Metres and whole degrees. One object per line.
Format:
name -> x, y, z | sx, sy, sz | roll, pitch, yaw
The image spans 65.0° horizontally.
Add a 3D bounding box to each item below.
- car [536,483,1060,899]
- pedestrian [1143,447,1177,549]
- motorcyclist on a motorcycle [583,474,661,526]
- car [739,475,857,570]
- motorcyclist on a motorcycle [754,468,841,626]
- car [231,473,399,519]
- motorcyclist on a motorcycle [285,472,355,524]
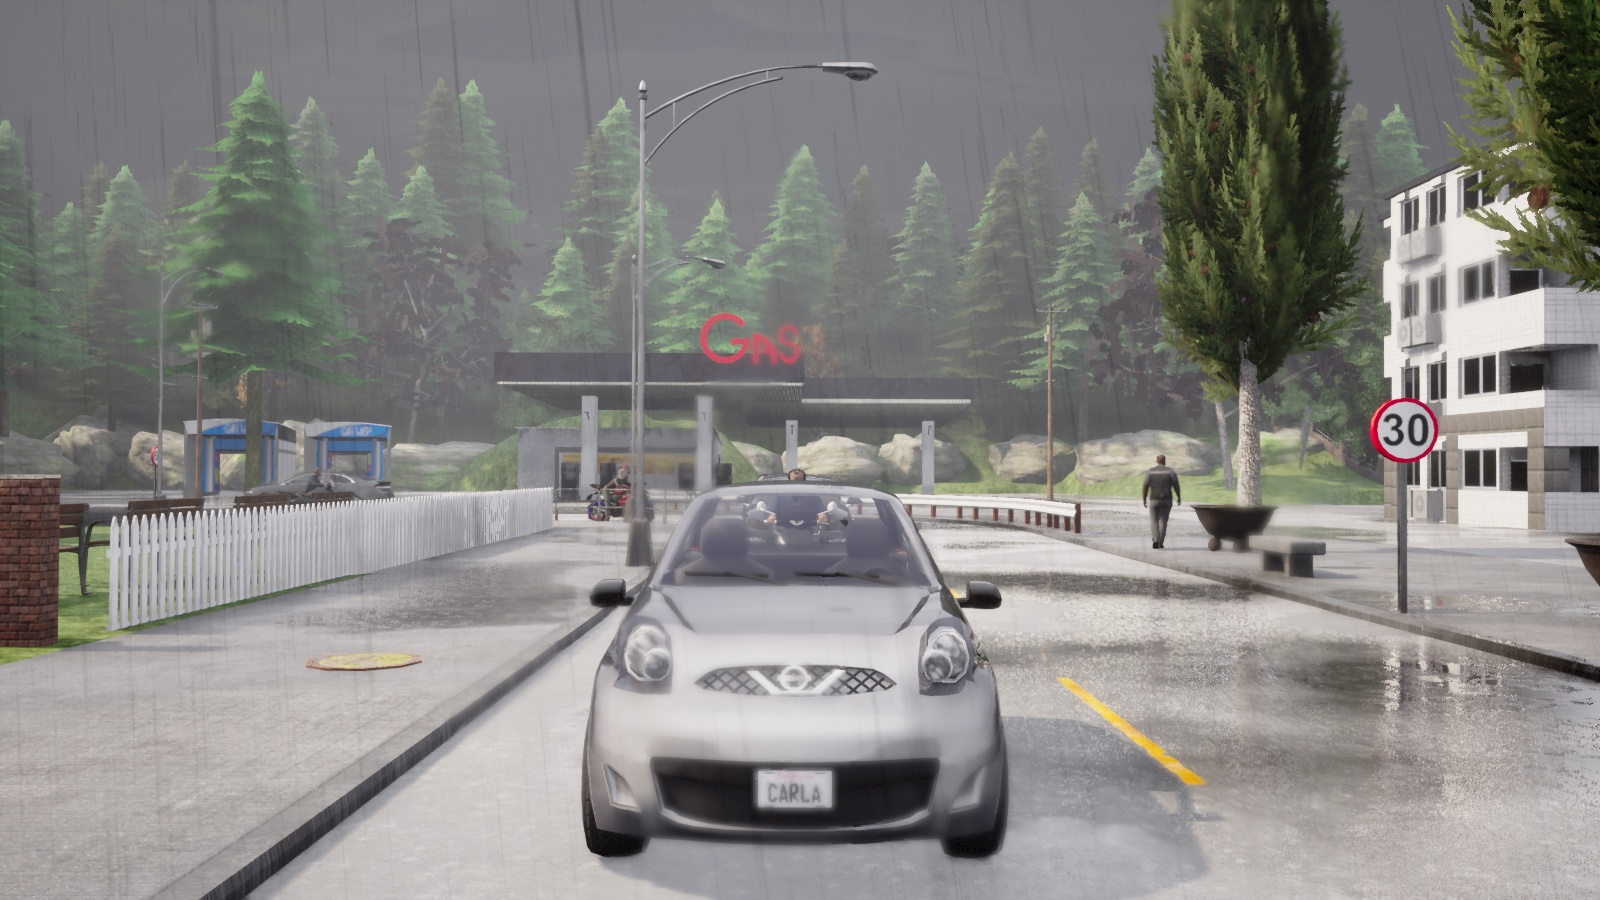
car -> -0.011, 0.933, 6.254 | 1.845, 1.501, 3.633 | 0, -1, 0
pedestrian -> 6.808, 0.895, 23.735 | 0.563, 1.883, 0.849 | -1, -1, 20
motorcyclist on a motorcycle -> -5.392, 1.511, 38.119 | 2.191, 1.530, 0.866 | -1, -1, 16
car -> -0.030, 1.192, 22.169 | 1.837, 1.490, 4.892 | 0, -1, 0
motorcyclist on a motorcycle -> -0.026, 0.996, 13.600 | 0.866, 1.590, 1.817 | 0, -1, 0
car -> -16.457, 1.554, 42.817 | 4.902, 1.511, 2.128 | 0, -1, 0
motorcyclist on a motorcycle -> -14.817, 1.478, 38.816 | 1.817, 1.590, 0.866 | 0, -1, 0
